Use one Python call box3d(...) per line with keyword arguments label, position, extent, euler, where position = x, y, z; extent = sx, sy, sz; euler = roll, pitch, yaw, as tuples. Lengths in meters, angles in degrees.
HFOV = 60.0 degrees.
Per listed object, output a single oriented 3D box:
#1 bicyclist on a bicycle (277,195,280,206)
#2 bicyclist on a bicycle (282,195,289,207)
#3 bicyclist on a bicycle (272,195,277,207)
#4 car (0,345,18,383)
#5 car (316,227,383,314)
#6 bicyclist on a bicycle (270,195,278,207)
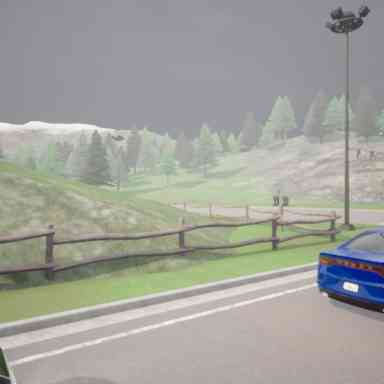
box3d(label="bicyclist on a bicycle", position=(12.929, 1.278, 46.927), extent=(0.582, 1.620, 1.656), euler=(0, 0, 35))
box3d(label="bicyclist on a bicycle", position=(13.294, 1.278, 46.672), extent=(0.582, 1.620, 1.656), euler=(0, 0, 35))
box3d(label="bicyclist on a bicycle", position=(12.195, 1.278, 47.433), extent=(0.582, 1.620, 1.656), euler=(0, 0, 34))
box3d(label="car", position=(-3.263, 1.353, 1.485), extent=(4.553, 1.767, 2.097), euler=(0, 0, -35))
box3d(label="car", position=(4.769, 1.473, 7.086), extent=(5.008, 1.535, 1.882), euler=(0, 0, -34))
box3d(label="bicyclist on a bicycle", position=(11.828, 1.278, 47.685), extent=(0.582, 1.620, 1.656), euler=(0, 0, 34))
